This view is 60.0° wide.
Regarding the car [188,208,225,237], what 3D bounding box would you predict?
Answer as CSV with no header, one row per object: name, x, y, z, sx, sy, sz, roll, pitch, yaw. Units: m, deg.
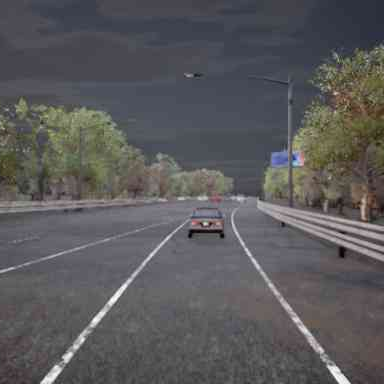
car,0.831,1.567,18.126,2.033,1.411,5.357,0,0,4

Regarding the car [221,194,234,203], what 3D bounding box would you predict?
car,9.920,2.109,90.690,2.128,1.511,4.902,0,-1,12

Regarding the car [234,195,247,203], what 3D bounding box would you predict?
car,13.351,1.817,90.004,2.150,2.045,5.566,0,-1,12

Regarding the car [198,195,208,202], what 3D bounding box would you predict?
car,3.074,1.796,92.158,2.150,2.045,5.566,0,-1,12

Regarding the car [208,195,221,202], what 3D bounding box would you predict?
car,6.501,1.803,91.439,2.150,2.045,5.566,0,-1,12
